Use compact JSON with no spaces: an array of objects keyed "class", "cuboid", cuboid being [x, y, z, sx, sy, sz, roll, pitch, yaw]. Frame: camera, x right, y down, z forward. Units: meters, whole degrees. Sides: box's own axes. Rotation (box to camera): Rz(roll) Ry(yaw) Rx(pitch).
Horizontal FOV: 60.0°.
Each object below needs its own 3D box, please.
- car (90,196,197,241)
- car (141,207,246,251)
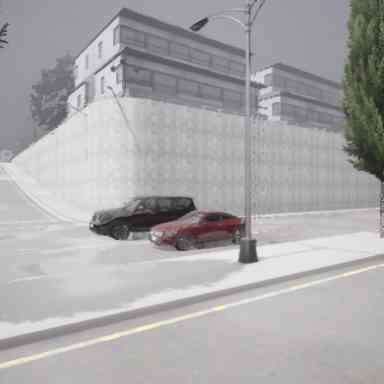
[{"class":"car","cuboid":[-2.229,1.213,16.806,5.566,2.045,2.150,0,1,-30]},{"class":"car","cuboid":[0.442,1.520,14.134,4.674,1.442,1.812,0,0,-35]}]
